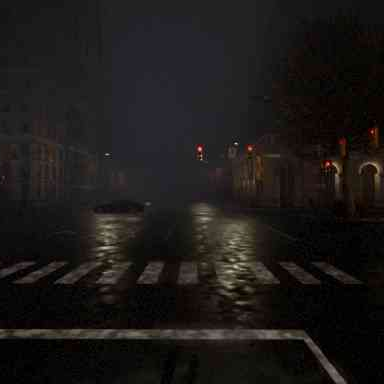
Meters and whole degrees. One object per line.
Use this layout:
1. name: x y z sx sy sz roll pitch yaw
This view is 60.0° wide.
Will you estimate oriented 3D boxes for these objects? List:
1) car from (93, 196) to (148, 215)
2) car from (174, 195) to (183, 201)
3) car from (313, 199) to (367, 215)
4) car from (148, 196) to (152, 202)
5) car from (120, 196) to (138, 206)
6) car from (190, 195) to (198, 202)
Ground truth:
1. car: -7.215 1.477 33.012 5.008 1.535 1.882 0 0 0
2. car: -3.110 1.449 78.671 2.128 1.511 4.902 0 0 1
3. car: 14.529 1.477 32.830 5.008 1.535 1.882 0 0 0
4. car: -10.160 1.595 74.937 1.895 1.301 4.718 0 0 1
5. car: -10.408 1.477 55.152 1.882 1.535 5.008 0 0 1
6. car: 0.389 1.449 78.626 2.128 1.511 4.902 0 0 1
